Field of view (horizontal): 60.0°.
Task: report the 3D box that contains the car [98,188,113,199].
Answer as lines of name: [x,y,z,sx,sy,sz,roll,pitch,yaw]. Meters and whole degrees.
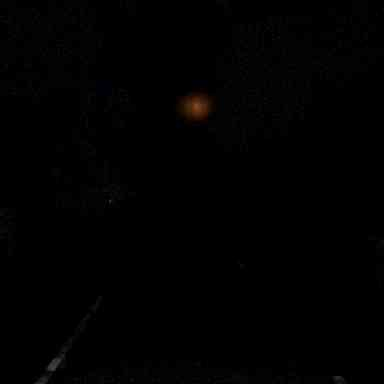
car: [-12.702,0.146,48.681,1.812,1.442,4.674,-1,2,-18]
